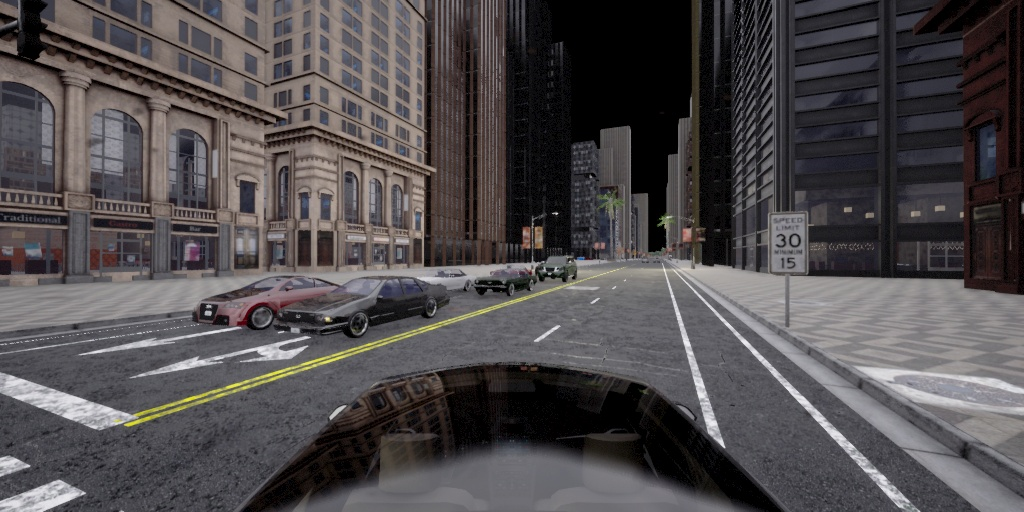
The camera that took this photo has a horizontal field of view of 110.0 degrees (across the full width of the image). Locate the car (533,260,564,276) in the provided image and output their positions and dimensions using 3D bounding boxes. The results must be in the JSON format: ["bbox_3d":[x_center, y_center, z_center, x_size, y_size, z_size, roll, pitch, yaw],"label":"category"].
[{"bbox_3d":[3.930,1.250,37.921,1.882,1.535,5.008,0,0,23],"label":"car"}]

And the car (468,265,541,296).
[{"bbox_3d":[-0.238,1.357,19.461,1.895,1.301,4.718,0,0,23],"label":"car"}]

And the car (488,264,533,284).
[{"bbox_3d":[-0.010,1.363,28.506,1.895,1.301,4.718,0,0,23],"label":"car"}]

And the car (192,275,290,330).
[{"bbox_3d":[-7.170,1.316,11.206,1.994,1.385,4.181,0,0,23],"label":"car"}]

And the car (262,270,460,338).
[{"bbox_3d":[-3.907,1.299,10.601,2.033,1.411,5.357,0,0,22],"label":"car"}]

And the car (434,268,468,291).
[{"bbox_3d":[-3.823,1.356,19.303,1.895,1.301,4.718,0,0,23],"label":"car"}]

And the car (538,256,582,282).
[{"bbox_3d":[3.858,0.986,29.342,2.150,2.045,5.566,0,0,22],"label":"car"}]
